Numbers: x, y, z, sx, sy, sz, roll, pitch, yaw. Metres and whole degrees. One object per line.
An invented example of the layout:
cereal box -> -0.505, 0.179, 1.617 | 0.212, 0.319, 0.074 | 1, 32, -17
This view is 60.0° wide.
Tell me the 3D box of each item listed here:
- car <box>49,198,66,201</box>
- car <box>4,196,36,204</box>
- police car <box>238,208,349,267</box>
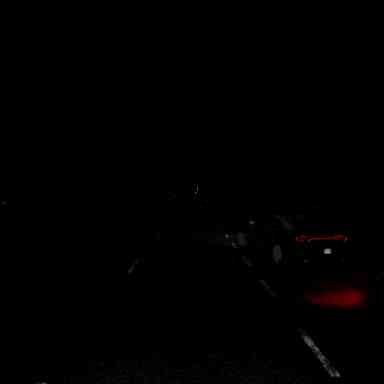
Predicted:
car -> -17.499, 1.458, 43.150 | 2.033, 1.411, 5.357 | 0, 0, 0
car -> -21.022, 1.264, 40.681 | 2.097, 1.767, 4.553 | 0, 0, 0
police car -> 3.161, 1.397, 11.592 | 1.930, 1.638, 5.238 | 2, 0, -12
